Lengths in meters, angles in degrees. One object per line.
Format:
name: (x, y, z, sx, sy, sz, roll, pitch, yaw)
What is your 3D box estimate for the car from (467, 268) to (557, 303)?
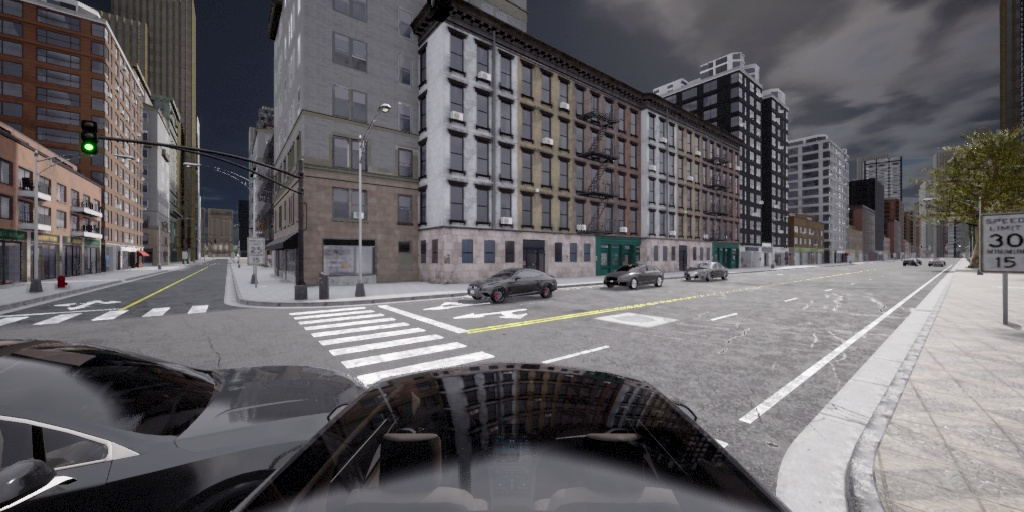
car: (0.124, 1.288, 16.846, 4.674, 1.442, 1.812, 0, 0, -38)

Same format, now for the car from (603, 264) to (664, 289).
car: (7.876, 1.260, 22.995, 4.892, 1.490, 1.837, 0, 0, -38)

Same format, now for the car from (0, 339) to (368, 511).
car: (-3.206, 1.257, 1.906, 4.892, 1.490, 1.837, 0, 0, -34)

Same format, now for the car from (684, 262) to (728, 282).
car: (15.949, 1.238, 29.386, 4.902, 1.511, 2.128, 0, 0, -38)
